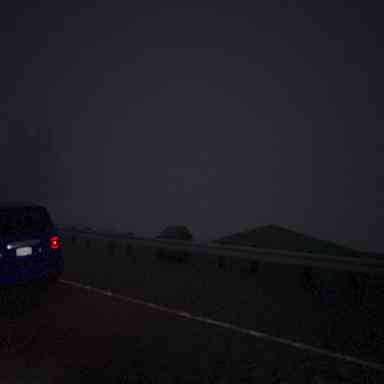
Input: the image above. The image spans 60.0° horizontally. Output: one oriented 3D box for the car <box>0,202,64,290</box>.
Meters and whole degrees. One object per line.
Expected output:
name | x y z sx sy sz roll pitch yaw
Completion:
car | -5.394 1.259 8.114 5.566 2.045 2.150 0 0 38
